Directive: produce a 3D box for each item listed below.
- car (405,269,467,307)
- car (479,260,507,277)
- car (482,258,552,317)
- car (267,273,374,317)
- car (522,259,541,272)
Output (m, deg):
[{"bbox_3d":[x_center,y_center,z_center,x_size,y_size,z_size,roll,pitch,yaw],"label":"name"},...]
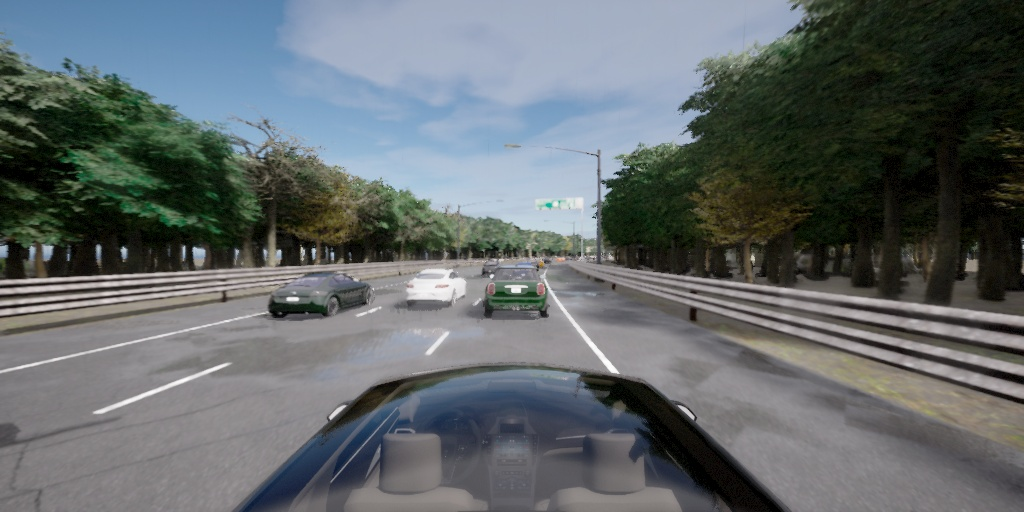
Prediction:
[{"bbox_3d":[-3.128,1.270,15.379,1.812,1.442,4.674,0,0,2],"label":"car"},{"bbox_3d":[-1.848,1.230,36.353,2.128,1.511,4.902,0,0,5],"label":"car"},{"bbox_3d":[0.198,1.104,13.409,2.097,1.767,4.553,0,0,2],"label":"car"},{"bbox_3d":[-6.697,1.301,13.052,1.994,1.385,4.181,0,0,2],"label":"car"},{"bbox_3d":[2.631,1.231,46.958,2.128,1.511,4.902,0,0,7],"label":"car"}]
